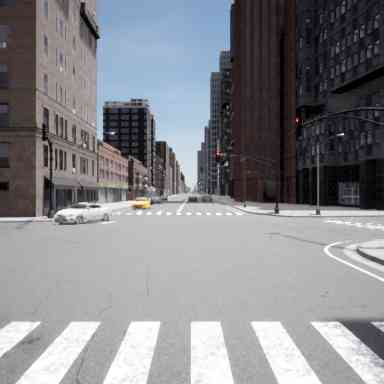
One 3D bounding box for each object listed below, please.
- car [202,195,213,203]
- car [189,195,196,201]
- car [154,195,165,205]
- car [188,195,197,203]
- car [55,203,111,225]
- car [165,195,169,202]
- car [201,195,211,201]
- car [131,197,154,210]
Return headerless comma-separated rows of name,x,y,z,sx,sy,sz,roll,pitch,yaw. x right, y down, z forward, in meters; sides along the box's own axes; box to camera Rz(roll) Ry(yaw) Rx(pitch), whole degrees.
car,3.363,1.530,70.973,2.128,1.511,4.902,0,0,0
car,0.130,1.450,81.397,1.882,1.535,5.008,0,0,0
car,-6.479,1.573,60.215,1.994,1.385,4.181,0,0,0
car,0.113,1.483,70.978,1.882,1.535,5.008,0,0,0
car,-7.760,1.506,24.214,1.812,1.442,4.674,1,0,24
car,-6.381,1.371,75.258,1.882,1.535,5.008,0,0,0
car,3.379,1.497,81.393,2.128,1.511,4.902,0,0,0
car,-6.529,1.484,42.798,1.882,1.535,5.008,0,0,0
